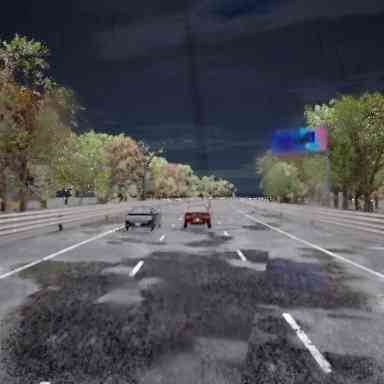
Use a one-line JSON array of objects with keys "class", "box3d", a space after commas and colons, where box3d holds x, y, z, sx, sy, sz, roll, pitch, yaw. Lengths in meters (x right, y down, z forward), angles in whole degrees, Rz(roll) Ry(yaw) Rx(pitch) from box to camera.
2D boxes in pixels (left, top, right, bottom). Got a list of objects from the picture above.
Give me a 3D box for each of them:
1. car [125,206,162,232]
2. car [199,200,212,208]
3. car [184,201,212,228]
[{"class": "car", "box3d": [-3.090, 1.689, 21.860, 2.128, 1.511, 4.902, 0, 0, 2]}, {"class": "car", "box3d": [2.567, 2.153, 62.126, 2.033, 1.411, 5.357, 0, -1, 5]}, {"class": "car", "box3d": [0.424, 1.705, 24.504, 1.882, 1.535, 5.008, 0, 0, 2]}]
